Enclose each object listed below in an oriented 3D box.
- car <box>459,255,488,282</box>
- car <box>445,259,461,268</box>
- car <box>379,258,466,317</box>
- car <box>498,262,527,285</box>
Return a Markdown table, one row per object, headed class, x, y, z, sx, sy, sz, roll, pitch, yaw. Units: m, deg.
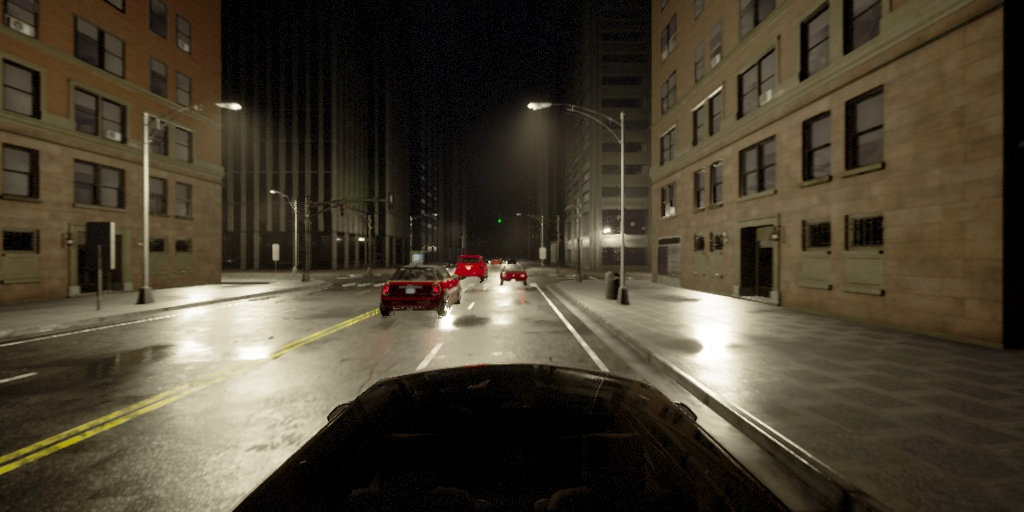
| class | x | y | z | sx | sy | sz | roll | pitch | yaw |
| --- | --- | --- | --- | --- | --- | --- | --- | --- | --- |
| car | -3.152 | 0.956 | 28.696 | 2.150 | 2.045 | 5.566 | 0 | 0 | 0 |
| car | -9.785 | 1.208 | 60.178 | 1.837 | 1.490 | 4.892 | 0 | 0 | 1 |
| car | -3.152 | 1.097 | 13.251 | 2.097 | 1.767 | 4.553 | 0 | 0 | 0 |
| car | 0.100 | 1.335 | 25.955 | 1.895 | 1.301 | 4.718 | 0 | 0 | 0 |
